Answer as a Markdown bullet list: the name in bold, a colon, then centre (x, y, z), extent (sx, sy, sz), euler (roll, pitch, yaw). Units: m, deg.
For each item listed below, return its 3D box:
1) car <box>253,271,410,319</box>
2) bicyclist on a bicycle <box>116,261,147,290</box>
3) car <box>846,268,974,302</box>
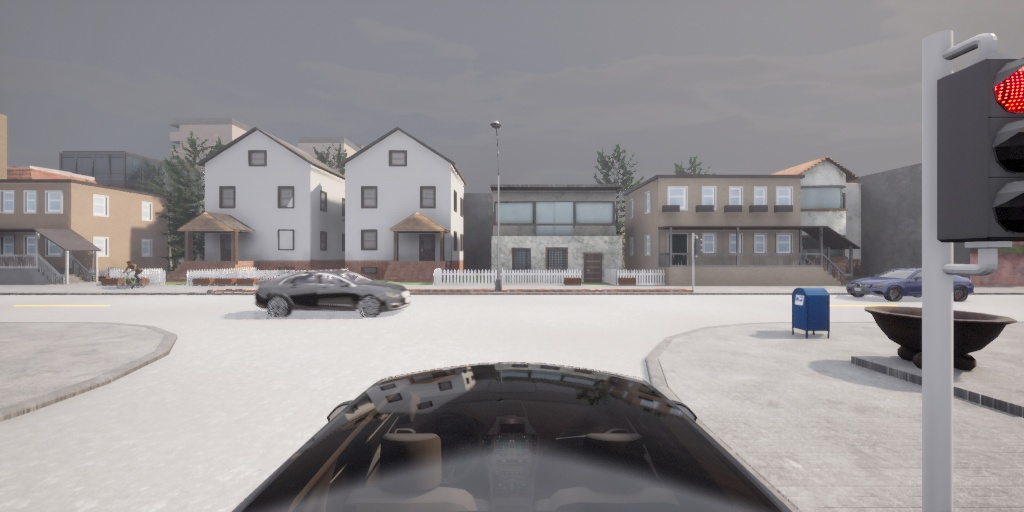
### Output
- **car**: centre (-6.021, 1.243, 12.257), extent (4.902, 1.511, 2.128), euler (0, 0, 0)
- **bicyclist on a bicycle**: centre (-21.875, 1.099, 20.647), extent (0.582, 1.620, 1.656), euler (0, 0, 0)
- **car**: centre (18.185, 1.276, 16.451), extent (4.674, 1.442, 1.812), euler (0, 0, 0)
